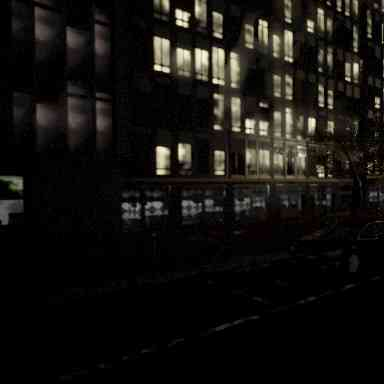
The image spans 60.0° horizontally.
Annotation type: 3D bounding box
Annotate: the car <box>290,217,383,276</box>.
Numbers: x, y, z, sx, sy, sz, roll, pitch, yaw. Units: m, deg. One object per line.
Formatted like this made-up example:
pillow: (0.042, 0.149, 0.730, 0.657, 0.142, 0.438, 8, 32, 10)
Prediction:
car: (4.766, 1.474, 9.983, 4.403, 1.369, 2.008, -1, 0, -36)
